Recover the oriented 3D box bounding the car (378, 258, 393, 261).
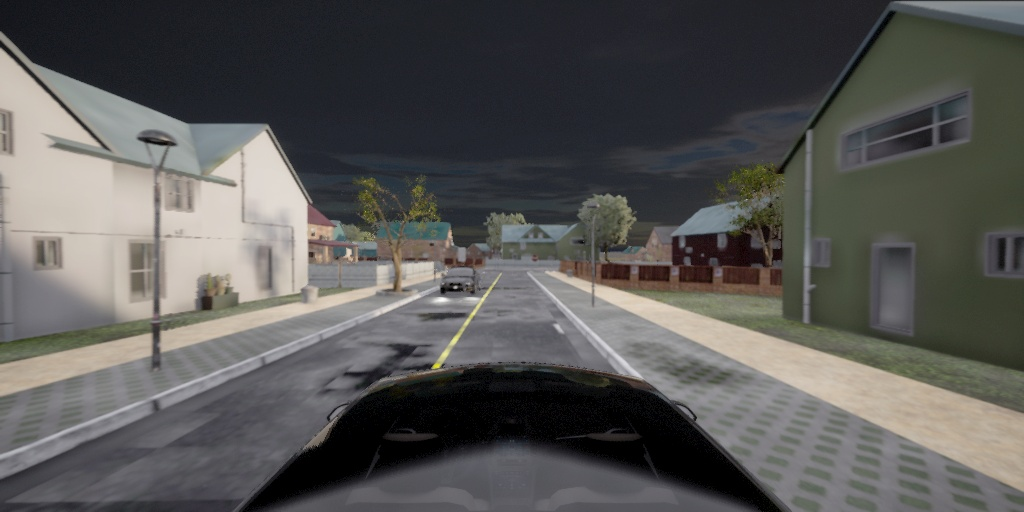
[{"bbox_3d":[-16.995,1.052,50.891,4.553,1.767,2.097,1,1,-1],"label":"car"}]

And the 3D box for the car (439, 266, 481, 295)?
[{"bbox_3d":[-2.846,1.332,20.425,1.837,1.490,4.892,0,0,0],"label":"car"}]
